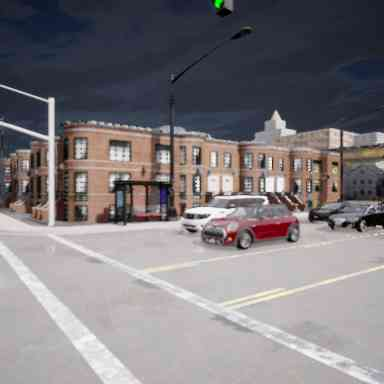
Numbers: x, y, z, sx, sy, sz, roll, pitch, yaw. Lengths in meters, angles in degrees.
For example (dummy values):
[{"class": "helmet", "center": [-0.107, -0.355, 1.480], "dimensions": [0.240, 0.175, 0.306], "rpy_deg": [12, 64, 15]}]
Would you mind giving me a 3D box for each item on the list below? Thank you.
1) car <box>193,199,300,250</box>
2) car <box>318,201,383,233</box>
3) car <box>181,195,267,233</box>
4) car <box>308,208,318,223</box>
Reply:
[{"class": "car", "center": [2.612, 1.340, 14.437], "dimensions": [4.553, 1.767, 2.097], "rpy_deg": [0, 0, -36]}, {"class": "car", "center": [10.057, 1.469, 19.753], "dimensions": [4.902, 1.511, 2.128], "rpy_deg": [0, 0, -35]}, {"class": "car", "center": [2.068, 1.209, 18.360], "dimensions": [5.566, 2.045, 2.150], "rpy_deg": [0, 0, -35]}, {"class": "car", "center": [10.613, 1.452, 24.444], "dimensions": [5.008, 1.535, 1.882], "rpy_deg": [0, 0, -35]}]
